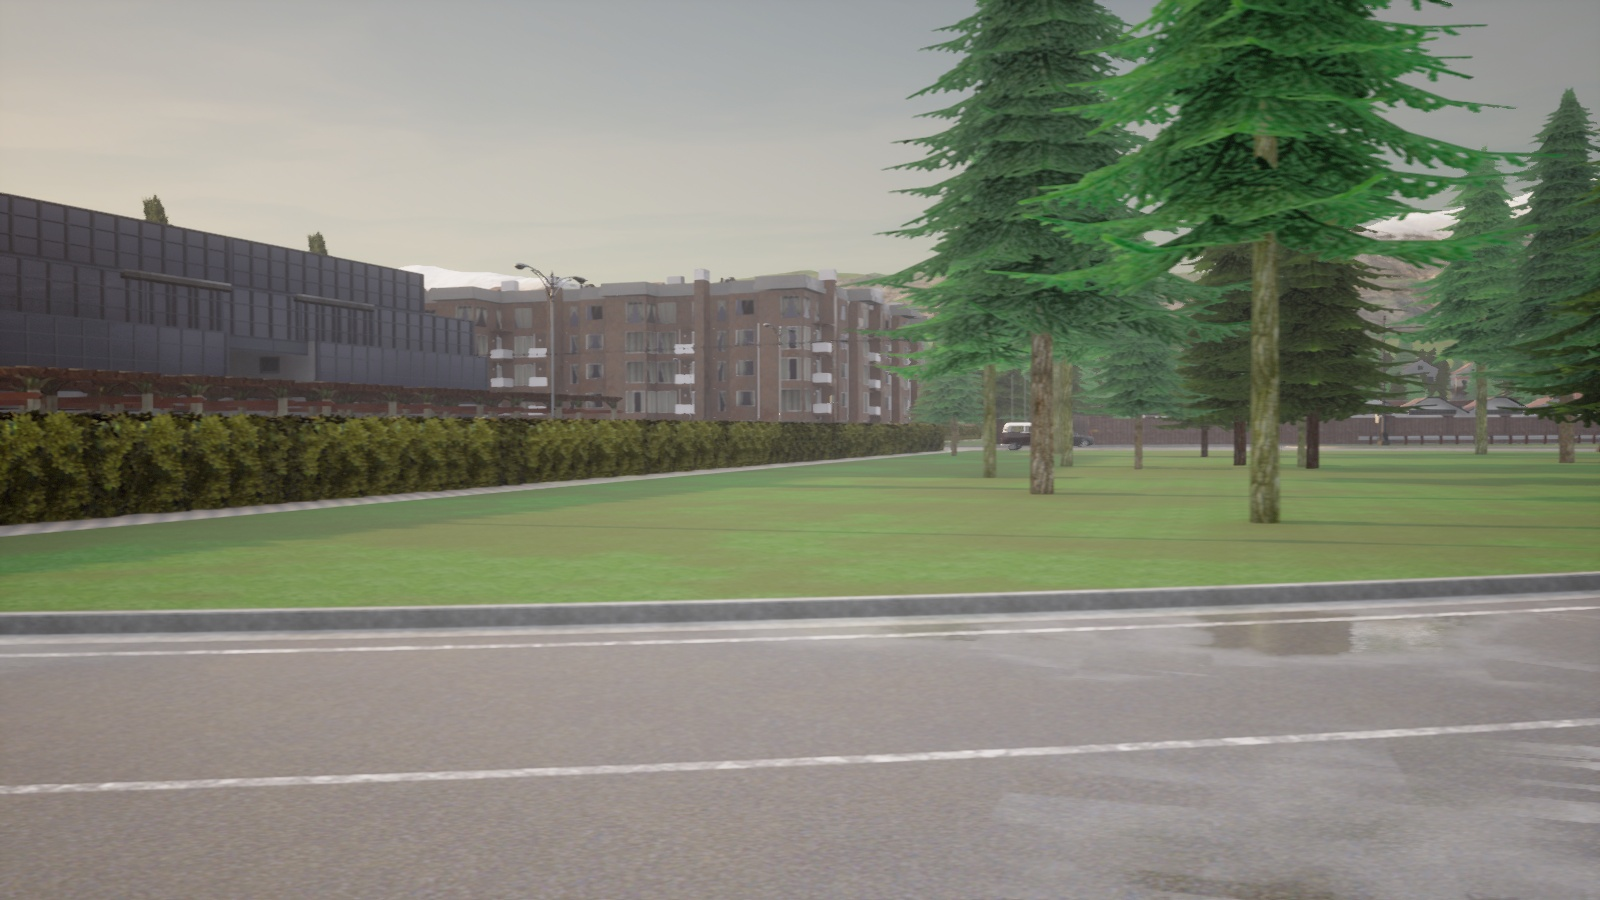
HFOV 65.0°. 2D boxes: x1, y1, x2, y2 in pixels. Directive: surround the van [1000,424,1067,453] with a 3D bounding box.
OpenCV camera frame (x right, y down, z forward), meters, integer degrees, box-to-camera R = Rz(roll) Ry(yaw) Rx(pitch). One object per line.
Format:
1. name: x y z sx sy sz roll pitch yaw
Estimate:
1. van: 16.674 -0.819 89.584 4.480 2.038 2.069 0 1 19
